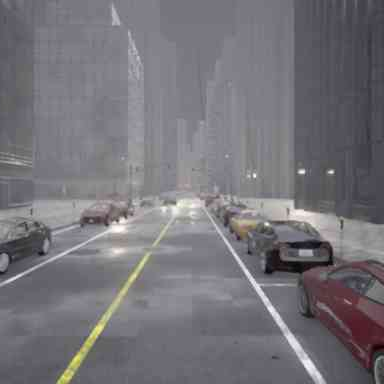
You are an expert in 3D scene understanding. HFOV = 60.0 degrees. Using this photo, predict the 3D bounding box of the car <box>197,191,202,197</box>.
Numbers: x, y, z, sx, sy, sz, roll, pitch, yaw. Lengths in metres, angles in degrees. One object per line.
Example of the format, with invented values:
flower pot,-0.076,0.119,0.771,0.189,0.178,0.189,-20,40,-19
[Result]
car,2.684,1.107,76.413,1.802,1.307,4.206,0,0,0

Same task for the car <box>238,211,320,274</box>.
car,2.753,1.496,10.123,1.947,1.339,4.313,0,0,0

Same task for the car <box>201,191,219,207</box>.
car,2.718,1.030,43.940,2.192,1.841,5.009,0,0,0

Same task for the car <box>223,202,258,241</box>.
car,2.747,1.417,15.929,1.752,1.417,4.829,0,0,0

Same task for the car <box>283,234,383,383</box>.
car,2.759,1.550,4.486,1.802,1.307,4.206,0,0,0

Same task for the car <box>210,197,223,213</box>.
car,2.736,1.365,27.032,1.887,1.381,4.507,0,0,0

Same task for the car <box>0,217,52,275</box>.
car,-5.772,1.481,10.097,2.008,1.369,4.403,0,0,0

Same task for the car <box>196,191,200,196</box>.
car,2.679,1.038,82.031,1.887,1.381,4.507,0,0,0

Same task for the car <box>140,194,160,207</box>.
car,-5.807,1.267,43.913,2.008,1.369,4.403,0,0,0

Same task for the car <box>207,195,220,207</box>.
car,2.730,1.309,32.838,1.752,1.417,4.829,0,0,0

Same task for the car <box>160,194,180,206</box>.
car,-3.067,1.299,46.902,1.895,1.301,4.718,0,0,0

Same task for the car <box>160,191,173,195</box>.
car,-5.835,0.872,70.765,2.192,1.841,5.009,0,0,0

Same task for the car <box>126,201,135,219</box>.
car,-5.789,1.366,27.005,1.887,1.381,4.507,0,0,0

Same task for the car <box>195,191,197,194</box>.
car,2.667,0.745,93.267,2.192,1.841,5.009,0,0,0

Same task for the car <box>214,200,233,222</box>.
car,2.741,1.422,21.396,1.947,1.339,4.313,0,0,0

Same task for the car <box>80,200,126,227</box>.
car,-5.783,1.401,21.369,1.887,1.381,4.507,0,0,0

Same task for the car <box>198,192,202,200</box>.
car,2.690,1.138,70.795,1.802,1.307,4.206,0,0,0
